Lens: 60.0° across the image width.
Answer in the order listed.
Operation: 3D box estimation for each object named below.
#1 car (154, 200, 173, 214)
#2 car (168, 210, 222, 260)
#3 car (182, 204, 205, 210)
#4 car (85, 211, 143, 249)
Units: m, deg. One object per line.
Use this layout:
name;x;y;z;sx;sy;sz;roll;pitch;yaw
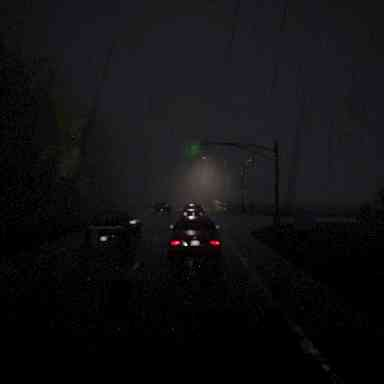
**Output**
car;-3.408;1.783;39.854;1.837;1.490;4.892;0;0;0
car;0.102;1.638;12.758;2.033;1.411;5.357;0;0;0
car;0.094;1.747;28.375;2.033;1.411;5.357;0;0;0
car;-3.403;1.600;15.218;2.128;1.511;4.902;0;0;0
